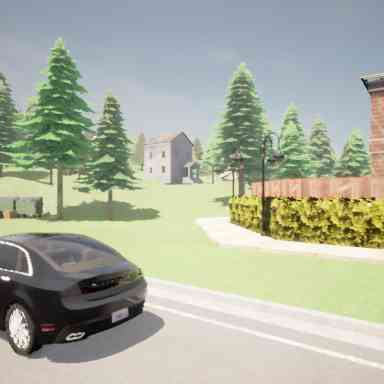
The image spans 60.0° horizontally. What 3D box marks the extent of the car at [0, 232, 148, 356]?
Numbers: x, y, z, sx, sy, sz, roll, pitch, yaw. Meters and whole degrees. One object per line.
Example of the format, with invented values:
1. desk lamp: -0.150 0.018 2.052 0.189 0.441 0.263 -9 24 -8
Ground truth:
1. car: -2.985 1.503 6.117 4.892 1.490 1.837 0 0 36
